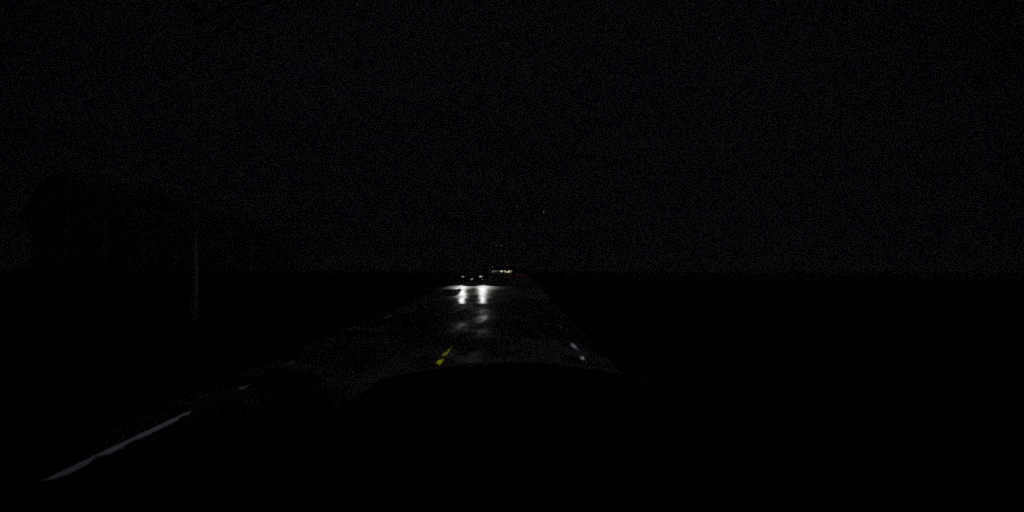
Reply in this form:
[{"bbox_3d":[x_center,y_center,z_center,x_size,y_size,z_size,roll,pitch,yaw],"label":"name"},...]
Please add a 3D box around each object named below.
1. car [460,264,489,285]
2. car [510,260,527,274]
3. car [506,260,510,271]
[{"bbox_3d":[-2.839,1.397,27.698,1.837,1.490,4.892,0,0,0],"label":"car"},{"bbox_3d":[0.974,1.567,46.331,1.882,1.535,5.008,0,-1,0],"label":"car"},{"bbox_3d":[0.017,1.727,64.529,2.150,2.045,5.566,0,-2,0],"label":"car"}]
